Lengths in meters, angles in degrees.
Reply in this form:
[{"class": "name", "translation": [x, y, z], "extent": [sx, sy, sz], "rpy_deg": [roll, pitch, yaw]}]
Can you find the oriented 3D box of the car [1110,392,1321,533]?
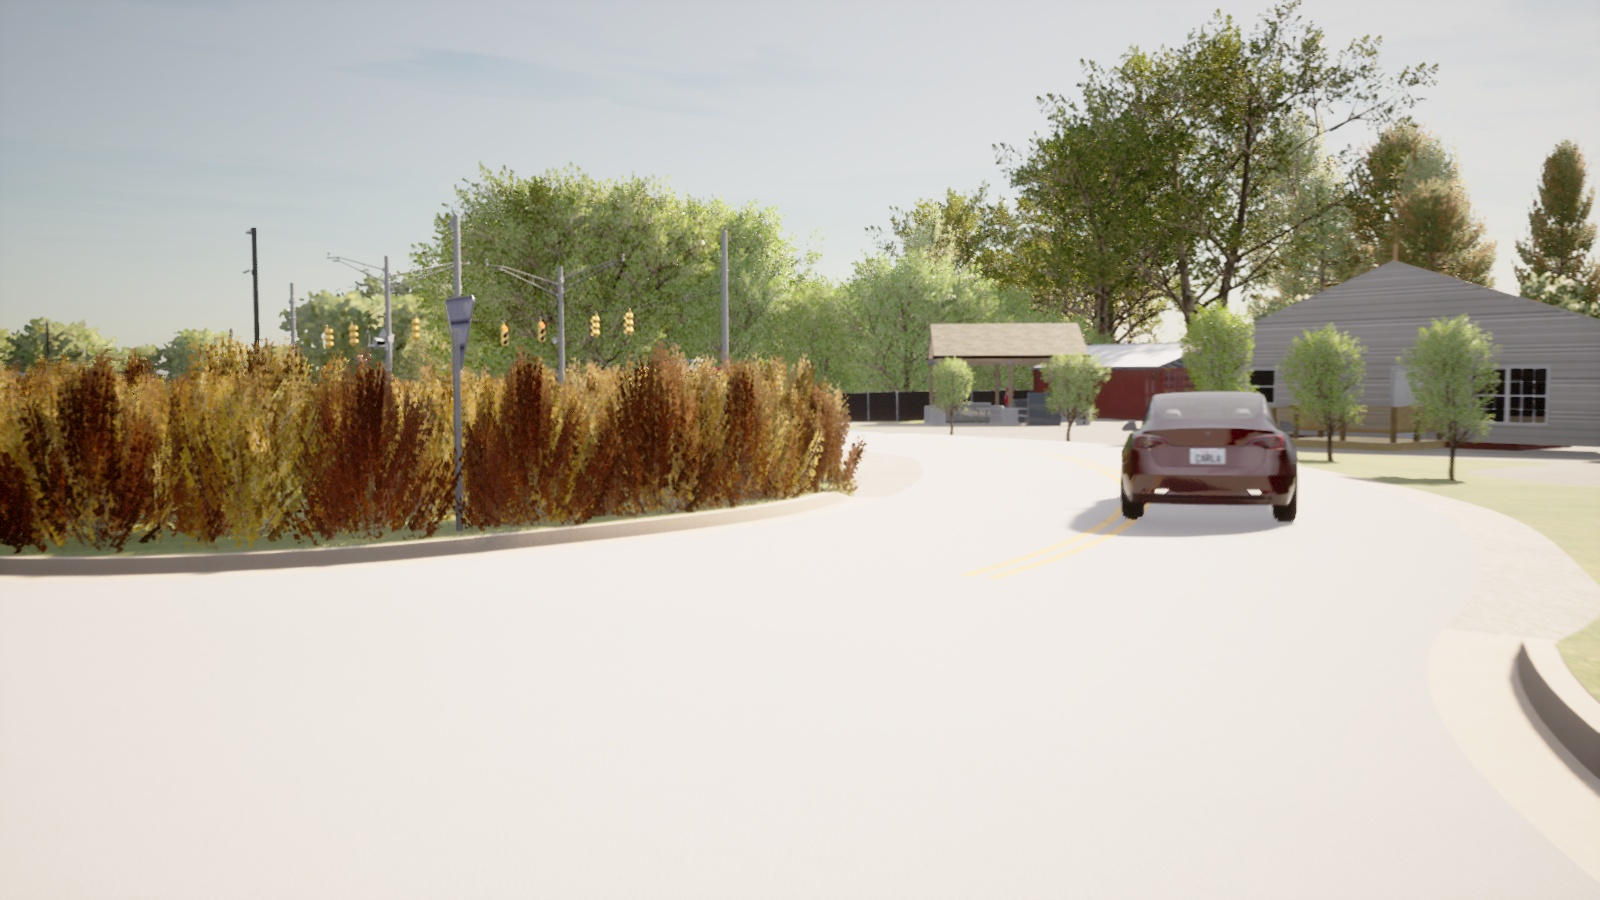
[{"class": "car", "translation": [5.183, 0.022, 15.834], "extent": [2.163, 1.488, 4.792], "rpy_deg": [0, 3, 18]}]
